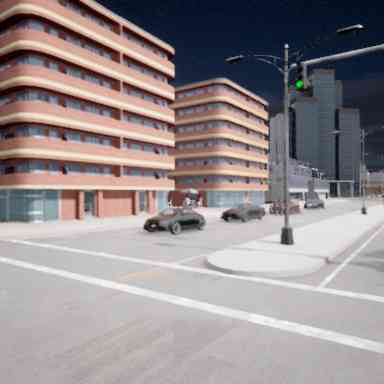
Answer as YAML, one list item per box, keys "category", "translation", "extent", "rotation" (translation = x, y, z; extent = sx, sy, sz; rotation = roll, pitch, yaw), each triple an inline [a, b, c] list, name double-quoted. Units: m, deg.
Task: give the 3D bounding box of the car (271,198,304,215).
- category: "car"
  translation: [9.948, 1.454, 35.519]
  extent: [2.097, 1.767, 4.553]
  rotation: [0, 0, 34]

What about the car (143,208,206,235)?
- category: "car"
  translation: [-0.953, 1.638, 19.548]
  extent: [1.994, 1.385, 4.181]
  rotation: [0, 0, 34]

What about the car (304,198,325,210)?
- category: "car"
  translation: [16.631, 1.605, 45.244]
  extent: [2.128, 1.511, 4.902]
  rotation: [0, 0, 35]

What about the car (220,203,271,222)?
- category: "car"
  translation: [4.310, 1.632, 27.264]
  extent: [2.033, 1.411, 5.357]
  rotation: [0, 0, 34]
